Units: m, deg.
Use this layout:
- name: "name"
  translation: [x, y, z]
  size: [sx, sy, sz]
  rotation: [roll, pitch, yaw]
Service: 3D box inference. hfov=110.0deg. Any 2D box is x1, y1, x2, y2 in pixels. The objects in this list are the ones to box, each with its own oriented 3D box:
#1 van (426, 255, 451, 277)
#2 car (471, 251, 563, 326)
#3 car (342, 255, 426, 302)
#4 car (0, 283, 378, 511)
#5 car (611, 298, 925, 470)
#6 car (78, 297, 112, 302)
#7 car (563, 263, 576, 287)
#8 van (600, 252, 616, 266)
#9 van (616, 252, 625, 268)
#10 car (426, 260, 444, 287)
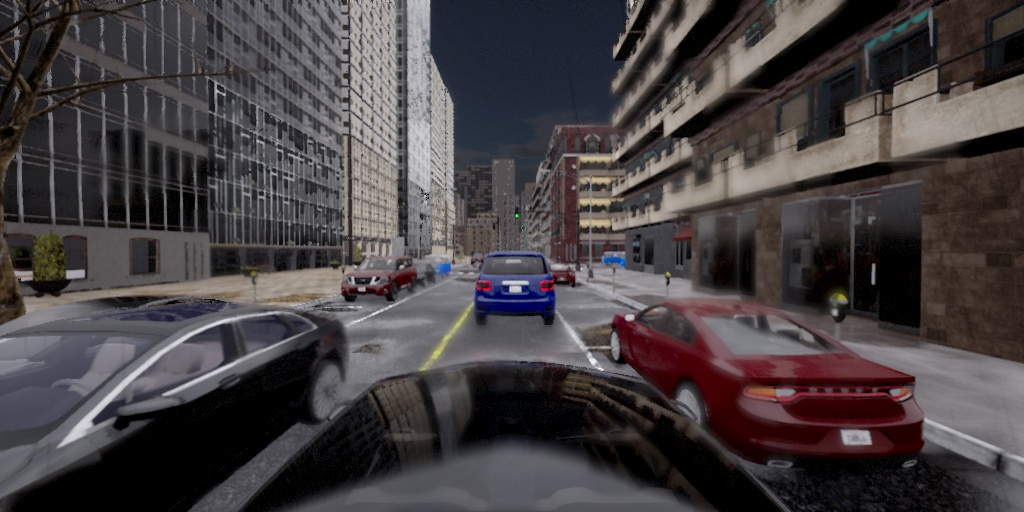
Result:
- name: "van"
  translation: [-5.669, 0.811, 27.131]
  size: [1.690, 1.789, 3.998]
  rotation: [0, 0, 0]
- name: "car"
  translation: [0.093, 0.864, 11.355]
  size: [2.150, 2.045, 5.566]
  rotation: [0, 1, 0]
- name: "car"
  translation: [-5.679, 0.905, 16.086]
  size: [2.192, 1.841, 5.009]
  rotation: [0, 0, 0]
- name: "car"
  translation: [-3.098, 1.228, 2.882]
  size: [2.128, 1.511, 4.902]
  rotation: [0, 1, 0]
- name: "car"
  translation: [2.692, 1.258, 5.033]
  size: [1.888, 1.381, 4.507]
  rotation: [0, 0, 0]
- name: "car"
  translation: [-5.688, 1.278, 5.041]
  size: [1.948, 1.339, 4.313]
  rotation: [0, 0, 0]
- name: "car"
  translation: [2.706, 1.075, 21.600]
  size: [1.888, 1.381, 4.507]
  rotation: [0, 0, 0]
- name: "van"
  translation: [13.760, 0.371, 47.072]
  size: [3.998, 1.789, 1.690]
  rotation: [0, 0, 0]
- name: "van"
  translation: [13.775, 0.500, 38.692]
  size: [3.998, 1.789, 1.690]
  rotation: [0, 0, 0]
- name: "car"
  translation: [-5.674, 1.096, 21.608]
  size: [1.948, 1.339, 4.313]
  rotation: [0, 0, 0]
